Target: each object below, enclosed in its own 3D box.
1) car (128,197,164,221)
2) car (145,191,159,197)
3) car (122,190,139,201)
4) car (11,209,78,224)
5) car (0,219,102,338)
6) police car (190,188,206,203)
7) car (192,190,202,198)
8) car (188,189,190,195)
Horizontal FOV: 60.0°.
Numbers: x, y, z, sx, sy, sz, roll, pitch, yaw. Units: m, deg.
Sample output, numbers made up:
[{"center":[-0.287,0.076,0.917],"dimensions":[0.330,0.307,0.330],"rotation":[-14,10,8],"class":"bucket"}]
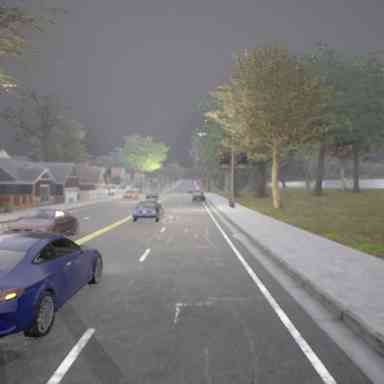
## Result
[{"center":[-3.155,1.330,24.570],"dimensions":[2.033,1.411,5.357],"rotation":[0,1,0],"class":"car"},{"center":[-6.569,0.540,55.279],"dimensions":[1.882,1.535,5.008],"rotation":[0,1,0],"class":"car"},{"center":[-9.819,0.459,53.607],"dimensions":[2.097,1.767,4.553],"rotation":[0,2,0],"class":"car"},{"center":[-6.601,1.473,14.952],"dimensions":[1.994,1.385,4.181],"rotation":[0,1,0],"class":"car"},{"center":[-3.149,1.500,6.423],"dimensions":[1.812,1.442,4.674],"rotation":[0,0,0],"class":"car"},{"center":[0.968,0.688,47.765],"dimensions":[1.930,1.638,5.238],"rotation":[0,2,0],"class":"police car"},{"center":[0.966,0.360,63.654],"dimensions":[1.837,1.490,4.892],"rotation":[0,1,0],"class":"car"},{"center":[-0.011,-0.139,81.109],"dimensions":[1.882,1.535,5.008],"rotation":[0,1,0],"class":"car"}]
